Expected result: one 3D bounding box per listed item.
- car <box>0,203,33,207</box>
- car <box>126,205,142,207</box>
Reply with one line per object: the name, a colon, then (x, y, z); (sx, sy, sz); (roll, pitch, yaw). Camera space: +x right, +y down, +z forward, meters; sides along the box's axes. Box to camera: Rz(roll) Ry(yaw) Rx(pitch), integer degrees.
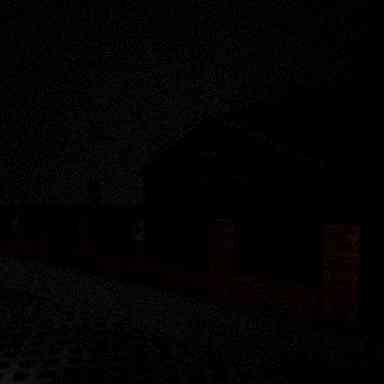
car: (-11.899, 1.512, 20.788); (2.097, 1.767, 4.553); (-1, -1, 35)
car: (-5.314, 1.855, 30.108); (1.994, 1.385, 4.181); (-1, -1, 35)
